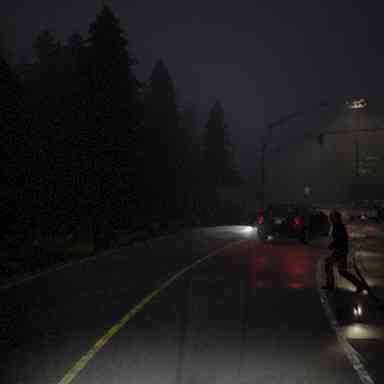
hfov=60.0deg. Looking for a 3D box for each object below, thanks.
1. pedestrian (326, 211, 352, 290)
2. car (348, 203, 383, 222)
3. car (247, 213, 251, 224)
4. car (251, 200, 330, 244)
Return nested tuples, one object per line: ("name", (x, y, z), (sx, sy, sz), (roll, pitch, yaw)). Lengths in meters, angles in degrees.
("pedestrian", (3.213, 1.242, 7.279), (0.375, 1.860, 0.375), (0, 0, 17))
("car", (13.040, 1.433, 24.611), (1.895, 1.301, 4.718), (0, 0, 36))
("car", (5.453, 1.447, 21.715), (1.994, 1.385, 4.181), (0, 1, 44))
("car", (4.842, 1.241, 15.485), (2.097, 1.767, 4.553), (0, 1, 37))
